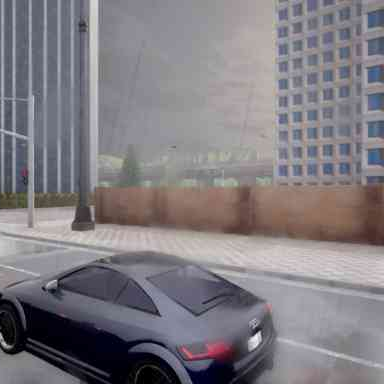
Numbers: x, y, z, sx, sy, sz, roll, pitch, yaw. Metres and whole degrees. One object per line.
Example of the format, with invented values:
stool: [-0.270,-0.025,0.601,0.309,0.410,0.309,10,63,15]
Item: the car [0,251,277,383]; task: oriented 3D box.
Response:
car: [-0.977,1.564,4.700,4.181,1.385,1.994,0,0,35]
